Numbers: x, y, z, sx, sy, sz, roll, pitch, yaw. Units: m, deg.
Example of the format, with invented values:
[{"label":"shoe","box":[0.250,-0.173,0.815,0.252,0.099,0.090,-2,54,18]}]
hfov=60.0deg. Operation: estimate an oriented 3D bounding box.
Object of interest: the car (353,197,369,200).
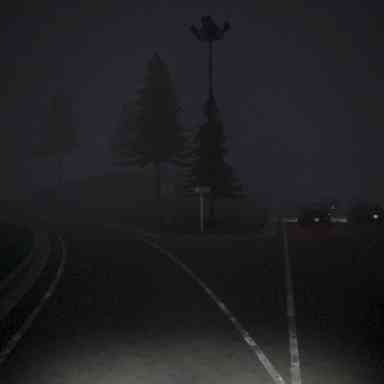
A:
[{"label":"car","box":[19.816,1.324,39.116,1.812,1.442,4.674,0,0,15]}]

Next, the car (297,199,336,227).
[{"label":"car","box":[7.951,1.434,21.852,1.812,1.442,4.674,0,0,15]}]

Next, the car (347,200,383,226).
[{"label":"car","box":[11.635,1.447,22.078,1.994,1.385,4.181,0,0,15]}]

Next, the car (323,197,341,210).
[{"label":"car","box":[16.181,1.328,39.016,1.837,1.490,4.892,0,0,15]}]
